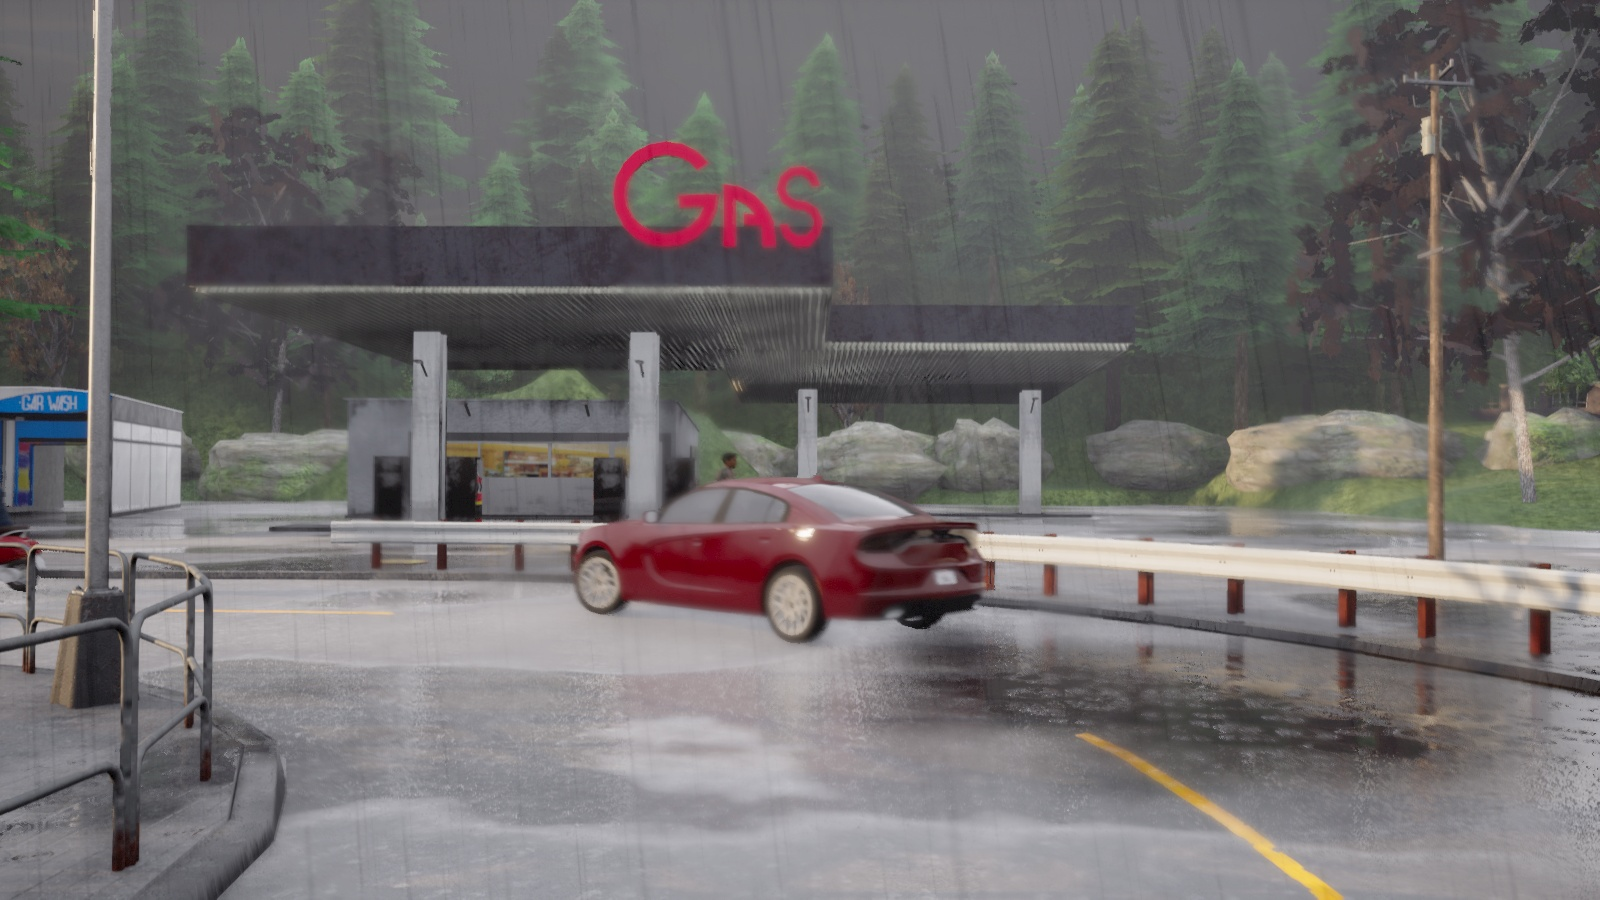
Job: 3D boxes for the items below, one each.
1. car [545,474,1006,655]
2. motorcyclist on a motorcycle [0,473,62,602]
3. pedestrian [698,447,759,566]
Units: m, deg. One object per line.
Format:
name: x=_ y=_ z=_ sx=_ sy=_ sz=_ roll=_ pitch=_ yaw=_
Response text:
car: x=-0.462 y=1.025 z=13.109 sx=1.882 sy=1.535 sz=5.008 roll=1 pitch=-2 yaw=-44
motorcyclist on a motorcycle: x=-10.520 y=1.087 z=15.921 sx=1.817 sy=1.590 sz=0.866 roll=0 pitch=-1 yaw=3
pedestrian: x=-1.100 y=0.865 z=19.290 sx=0.869 sy=1.805 sz=0.328 roll=-1 pitch=-1 yaw=17
